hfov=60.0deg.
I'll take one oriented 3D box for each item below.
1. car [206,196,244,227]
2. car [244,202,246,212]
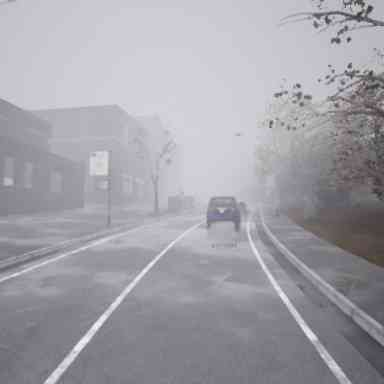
[{"bbox_3d":[2.312,1.292,23.435,2.150,2.045,5.566,-1,0,10],"label":"car"},{"bbox_3d":[5.716,1.606,41.347,1.882,1.535,5.008,-1,0,11],"label":"car"}]
